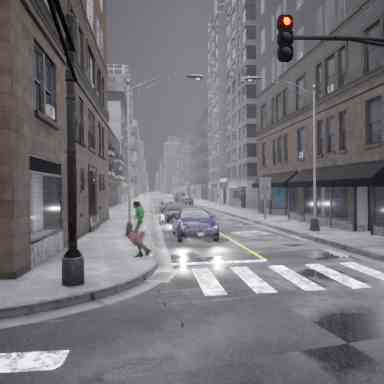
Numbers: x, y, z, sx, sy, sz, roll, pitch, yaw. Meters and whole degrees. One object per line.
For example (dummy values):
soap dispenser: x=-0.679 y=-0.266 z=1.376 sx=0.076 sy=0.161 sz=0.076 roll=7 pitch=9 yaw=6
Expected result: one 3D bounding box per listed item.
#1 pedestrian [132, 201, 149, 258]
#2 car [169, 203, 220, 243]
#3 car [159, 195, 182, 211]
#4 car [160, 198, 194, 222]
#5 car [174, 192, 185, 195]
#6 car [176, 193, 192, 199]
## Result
pedestrian: x=-1.647 y=1.134 z=10.613 sx=0.375 sy=1.860 sz=0.375 roll=-1 pitch=1 yaw=-7
car: x=0.056 y=1.476 z=16.092 sx=1.812 sy=1.442 sz=4.674 roll=-1 pitch=0 yaw=-7
car: x=-2.445 y=1.419 z=35.639 sx=1.812 sy=1.442 sz=4.674 roll=-1 pitch=0 yaw=-7
car: x=-1.172 y=1.471 z=25.648 sx=2.033 sy=1.411 sz=5.357 roll=-1 pitch=0 yaw=-7
car: x=-2.232 y=0.996 z=58.931 sx=2.150 sy=2.045 sz=5.566 roll=-1 pitch=0 yaw=-7
car: x=-0.901 y=1.317 z=48.608 sx=1.837 sy=1.490 sz=4.892 roll=-1 pitch=0 yaw=-7
